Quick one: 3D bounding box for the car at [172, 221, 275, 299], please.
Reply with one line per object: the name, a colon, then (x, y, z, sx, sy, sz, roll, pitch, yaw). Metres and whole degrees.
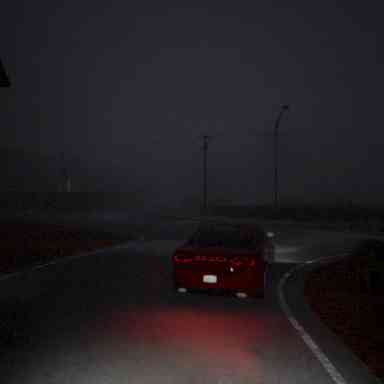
car: (1.029, 1.478, 8.636, 1.882, 1.535, 5.008, 0, 0, 16)

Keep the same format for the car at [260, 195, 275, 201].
car: (19.061, 1.520, 82.846, 3.905, 1.438, 1.784, 0, 0, 3)

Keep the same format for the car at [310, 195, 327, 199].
car: (31.970, 1.505, 83.390, 4.193, 1.474, 1.816, 0, 0, 3)

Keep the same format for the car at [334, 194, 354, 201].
car: (31.859, 1.313, 69.896, 3.866, 1.878, 1.905, 0, 0, 3)

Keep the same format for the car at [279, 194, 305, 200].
car: (18.109, 1.310, 60.386, 4.605, 1.855, 1.932, 0, 0, 3)
